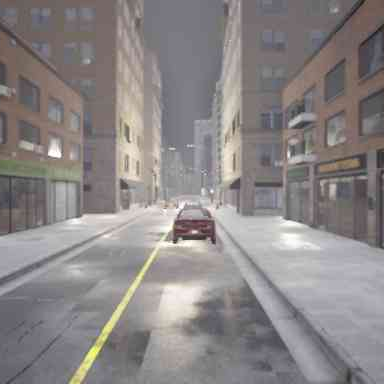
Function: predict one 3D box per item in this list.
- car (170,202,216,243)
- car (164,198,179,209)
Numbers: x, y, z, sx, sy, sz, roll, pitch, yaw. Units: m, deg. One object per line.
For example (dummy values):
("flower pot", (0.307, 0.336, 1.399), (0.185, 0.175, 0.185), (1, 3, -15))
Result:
("car", (0.100, 1.468, 15.967), (1.882, 1.535, 5.008), (0, 0, 0))
("car", (-2.749, 1.536, 45.884), (1.812, 1.442, 4.674), (0, 0, 0))
